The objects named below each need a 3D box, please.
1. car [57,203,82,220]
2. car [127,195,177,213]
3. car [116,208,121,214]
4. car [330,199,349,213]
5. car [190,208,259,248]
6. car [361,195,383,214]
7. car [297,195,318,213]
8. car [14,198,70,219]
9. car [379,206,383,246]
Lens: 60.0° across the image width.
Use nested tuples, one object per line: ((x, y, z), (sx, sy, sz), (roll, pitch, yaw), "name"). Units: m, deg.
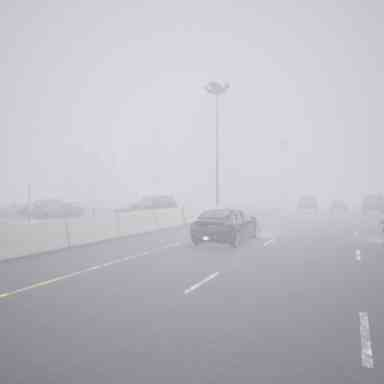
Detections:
((-11.298, 1.635, 28.743), (1.994, 1.385, 4.181), (0, 0, 26), "car")
((-3.332, 1.290, 29.145), (2.150, 2.045, 5.566), (0, -1, 26), "car")
((-5.481, 1.648, 32.738), (2.033, 1.411, 5.357), (0, -1, 26), "car")
((18.063, 1.696, 40.787), (1.837, 1.490, 4.892), (0, -1, 26), "car")
((1.580, 1.481, 14.713), (1.837, 1.490, 4.892), (0, 0, 26), "car")
((19.849, 1.363, 36.443), (2.150, 2.045, 5.566), (0, -2, 26), "car")
((13.958, 1.400, 40.237), (2.150, 2.045, 5.566), (0, -2, 21), "car")
((-13.974, 1.443, 31.253), (2.097, 1.767, 4.553), (0, -1, 26), "car")
((7.910, 1.453, 11.726), (1.837, 1.490, 4.892), (0, 0, 26), "car")
